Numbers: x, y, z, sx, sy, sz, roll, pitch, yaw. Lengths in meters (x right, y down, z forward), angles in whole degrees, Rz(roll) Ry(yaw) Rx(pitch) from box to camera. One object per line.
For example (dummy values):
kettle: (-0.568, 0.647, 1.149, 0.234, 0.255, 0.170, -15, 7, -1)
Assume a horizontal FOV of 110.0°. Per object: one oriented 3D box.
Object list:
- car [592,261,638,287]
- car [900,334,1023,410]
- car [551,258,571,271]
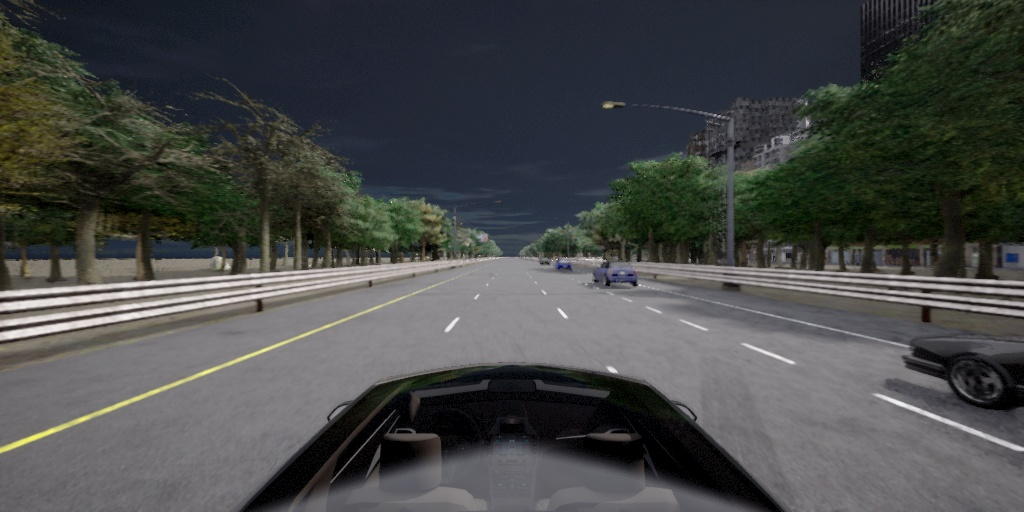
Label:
car: (7.028, 1.109, 24.948, 2.097, 1.767, 4.553, 0, 0, 0)
car: (6.999, 1.299, 3.069, 2.033, 1.411, 5.357, 0, 0, 0)
car: (7.066, 1.240, 50.045, 1.882, 1.535, 5.008, 0, 0, 0)
